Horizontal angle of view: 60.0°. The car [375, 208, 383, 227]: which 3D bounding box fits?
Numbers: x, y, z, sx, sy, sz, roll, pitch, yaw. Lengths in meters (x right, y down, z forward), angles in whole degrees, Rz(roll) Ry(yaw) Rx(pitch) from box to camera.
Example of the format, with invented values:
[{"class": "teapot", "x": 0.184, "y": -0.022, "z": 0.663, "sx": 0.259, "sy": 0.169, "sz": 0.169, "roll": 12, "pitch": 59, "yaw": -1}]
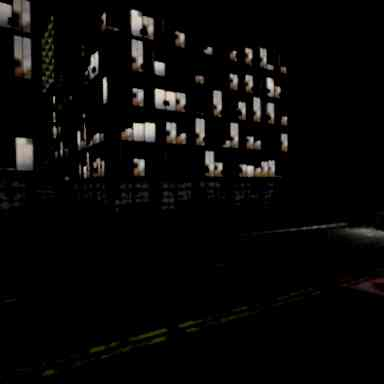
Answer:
[{"class": "car", "x": 13.657, "y": 1.422, "z": 21.327, "sx": 5.008, "sy": 1.535, "sz": 1.882, "roll": 0, "pitch": 0, "yaw": -35}]
